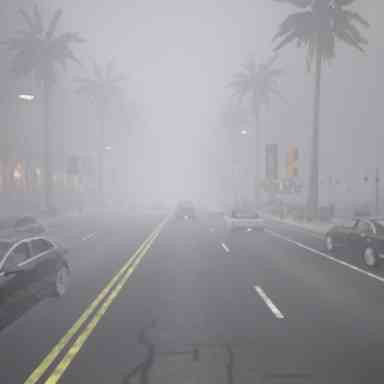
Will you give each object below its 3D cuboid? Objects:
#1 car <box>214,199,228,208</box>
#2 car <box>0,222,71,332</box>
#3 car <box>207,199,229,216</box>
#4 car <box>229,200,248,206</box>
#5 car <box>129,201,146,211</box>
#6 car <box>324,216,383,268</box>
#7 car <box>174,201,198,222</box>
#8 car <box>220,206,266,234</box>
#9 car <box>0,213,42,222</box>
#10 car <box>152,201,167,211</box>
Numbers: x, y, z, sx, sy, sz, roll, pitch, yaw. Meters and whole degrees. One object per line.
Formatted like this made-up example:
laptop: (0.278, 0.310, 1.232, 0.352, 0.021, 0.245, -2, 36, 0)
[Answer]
car: (5.494, 2.153, 62.965, 2.161, 1.482, 4.786, 0, -1, -1)
car: (-3.715, 1.556, 5.922, 2.128, 1.511, 4.902, 0, -1, -1)
car: (2.748, 1.917, 38.382, 1.812, 1.442, 4.674, 0, 0, -1)
car: (5.685, 1.770, 41.037, 2.185, 1.767, 4.553, 0, -1, -1)
car: (-8.152, 2.049, 50.470, 1.812, 1.442, 4.674, 0, -1, -1)
car: (6.343, 1.596, 11.670, 2.231, 1.521, 4.892, 0, -1, -1)
car: (-0.550, 1.808, 29.390, 1.837, 1.490, 4.892, 0, 0, -1)
car: (3.147, 1.812, 20.811, 1.895, 1.301, 4.718, 0, -1, -1)
car: (-7.381, 1.648, 13.105, 1.837, 1.490, 4.892, 0, -1, -1)
car: (-4.625, 2.060, 48.203, 1.994, 1.385, 4.181, 0, -1, -1)
